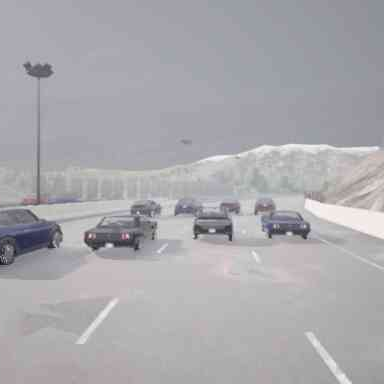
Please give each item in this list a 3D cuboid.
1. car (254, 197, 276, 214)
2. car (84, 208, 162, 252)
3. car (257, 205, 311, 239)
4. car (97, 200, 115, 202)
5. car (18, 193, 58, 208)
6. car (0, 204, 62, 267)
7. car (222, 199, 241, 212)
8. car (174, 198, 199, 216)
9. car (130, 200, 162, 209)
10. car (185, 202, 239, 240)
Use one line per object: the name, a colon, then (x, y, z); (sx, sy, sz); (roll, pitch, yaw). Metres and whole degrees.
car: (7.616, 1.325, 34.635); (2.097, 1.767, 4.553); (0, 0, 12)
car: (-2.700, 1.577, 13.864); (1.895, 1.301, 4.718); (0, 0, 5)
car: (4.680, 1.589, 17.318); (1.895, 1.301, 4.718); (0, 0, 6)
car: (-11.433, 1.406, 45.971); (2.128, 1.511, 4.902); (0, 0, 15)
car: (-21.862, 1.113, 47.567); (2.150, 2.045, 5.566); (0, 0, 15)
car: (-6.365, 1.323, 11.541); (2.097, 1.767, 4.553); (0, 0, 4)
car: (4.070, 1.442, 34.845); (1.882, 1.535, 5.008); (0, 0, 12)
car: (-0.222, 1.311, 31.293); (2.097, 1.767, 4.553); (0, 0, 11)
car: (-4.055, 1.457, 29.914); (1.837, 1.490, 4.892); (0, 0, 10)
car: (1.141, 1.472, 16.926); (2.128, 1.511, 4.902); (0, 0, 6)
